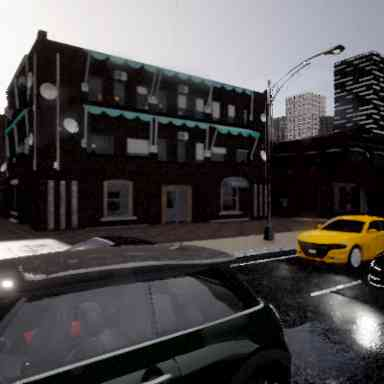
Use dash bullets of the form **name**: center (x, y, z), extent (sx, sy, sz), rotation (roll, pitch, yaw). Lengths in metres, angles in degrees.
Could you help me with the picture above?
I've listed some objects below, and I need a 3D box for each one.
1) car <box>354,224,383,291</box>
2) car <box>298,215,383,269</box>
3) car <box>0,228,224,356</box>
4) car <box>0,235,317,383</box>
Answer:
- **car**: center (6.206, 1.599, 8.093), extent (4.892, 1.490, 1.837), rotation (1, 0, -35)
- **car**: center (5.755, 1.589, 11.761), extent (5.008, 1.535, 1.882), rotation (1, 0, -36)
- **car**: center (-1.629, 1.587, 6.512), extent (4.181, 1.385, 1.994), rotation (1, 0, -35)
- **car**: center (-1.274, 1.356, 2.775), extent (4.553, 1.767, 2.097), rotation (1, 0, -35)
